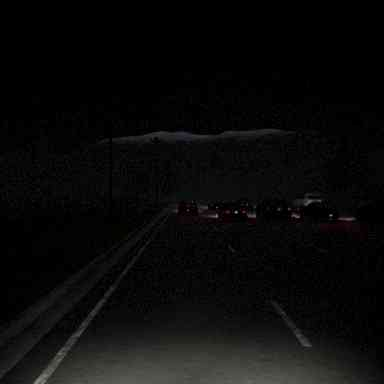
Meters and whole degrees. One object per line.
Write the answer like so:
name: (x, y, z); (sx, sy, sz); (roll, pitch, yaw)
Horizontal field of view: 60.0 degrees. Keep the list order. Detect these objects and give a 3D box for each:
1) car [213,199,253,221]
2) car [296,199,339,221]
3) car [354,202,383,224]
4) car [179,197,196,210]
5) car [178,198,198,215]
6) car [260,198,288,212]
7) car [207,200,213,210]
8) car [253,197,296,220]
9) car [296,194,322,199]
car: (3.202, 1.548, 27.238); (2.033, 1.411, 5.357); (0, 0, -2)
car: (10.196, 1.526, 26.821); (1.812, 1.442, 4.674); (0, 0, -1)
car: (13.734, 1.502, 24.368); (1.837, 1.490, 4.892); (0, -1, -1)
car: (-0.592, 1.491, 44.980); (2.128, 1.511, 4.902); (0, 0, -1)
car: (-0.406, 1.493, 33.433); (2.128, 1.511, 4.902); (0, 0, -1)
car: (9.980, 1.491, 40.697); (2.128, 1.511, 4.902); (0, 0, -1)
car: (2.961, 1.601, 41.841); (1.895, 1.301, 4.718); (0, 0, -1)
car: (6.678, 1.352, 27.752); (2.097, 1.767, 4.553); (0, 0, -1)
car: (13.509, 1.221, 39.164); (2.150, 2.045, 5.566); (0, 0, -1)
